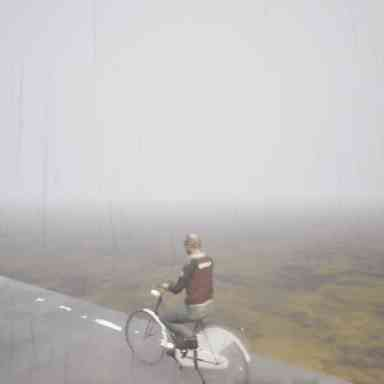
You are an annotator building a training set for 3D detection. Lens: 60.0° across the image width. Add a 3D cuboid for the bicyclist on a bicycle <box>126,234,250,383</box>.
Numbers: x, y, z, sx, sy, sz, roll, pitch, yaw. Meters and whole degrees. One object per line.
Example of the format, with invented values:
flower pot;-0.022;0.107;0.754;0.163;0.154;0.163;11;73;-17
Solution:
bicyclist on a bicycle;-0.162;1.372;3.995;1.843;1.776;0.659;0;0;36
